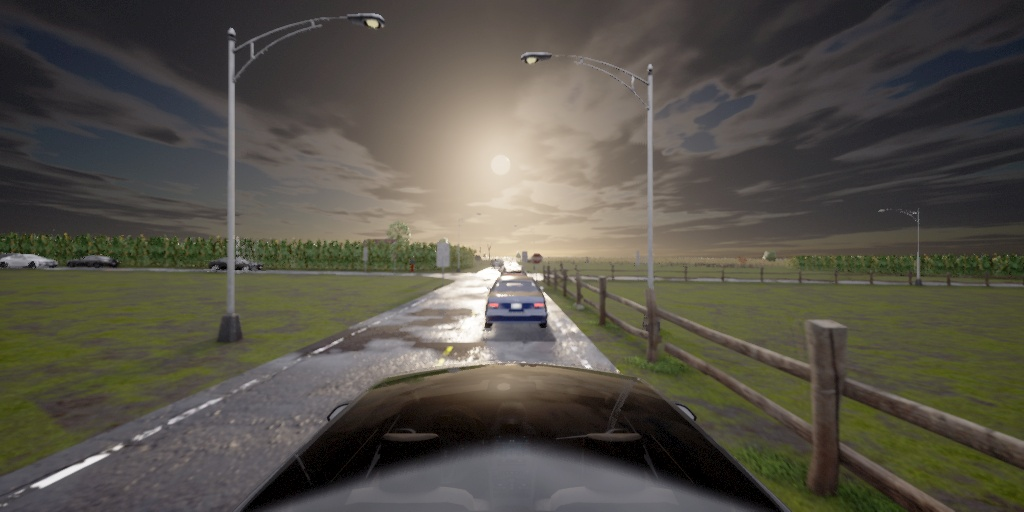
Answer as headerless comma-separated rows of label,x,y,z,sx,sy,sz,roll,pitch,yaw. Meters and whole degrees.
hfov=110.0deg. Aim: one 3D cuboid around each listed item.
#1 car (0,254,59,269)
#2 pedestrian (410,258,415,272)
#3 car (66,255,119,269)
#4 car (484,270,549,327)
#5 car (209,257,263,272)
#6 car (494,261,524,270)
car,-50.884,0.561,37.786,4.674,1.442,1.812,1,-1,0
pedestrian,-12.168,1.084,43.780,0.375,1.860,0.375,0,-2,0
car,-47.370,0.660,40.600,4.674,1.442,1.812,1,-1,0
car,0.102,1.345,11.729,2.033,1.411,5.357,0,0,0
car,-28.967,0.894,37.759,5.008,1.535,1.882,1,-1,0
car,0.071,1.351,24.975,2.128,1.511,4.902,0,0,-1
